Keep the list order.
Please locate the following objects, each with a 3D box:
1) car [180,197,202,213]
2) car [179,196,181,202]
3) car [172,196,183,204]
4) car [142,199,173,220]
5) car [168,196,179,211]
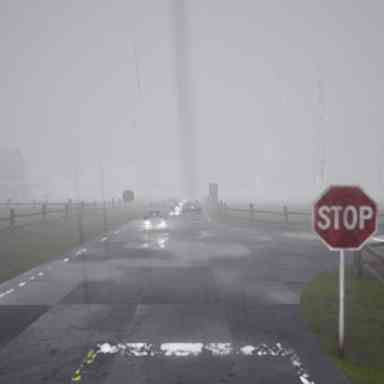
[{"bbox_3d":[0.037,1.520,35.546,1.994,1.385,4.181,0,0,0],"label":"car"},{"bbox_3d":[-2.924,1.529,49.654,1.895,1.301,4.718,0,0,0],"label":"car"},{"bbox_3d":[-2.865,1.493,65.351,1.994,1.385,4.181,0,0,0],"label":"car"},{"bbox_3d":[-2.895,1.532,27.485,1.994,1.385,4.181,0,0,0],"label":"car"},{"bbox_3d":[-2.916,1.496,39.502,2.033,1.411,5.357,0,0,-1],"label":"car"}]
